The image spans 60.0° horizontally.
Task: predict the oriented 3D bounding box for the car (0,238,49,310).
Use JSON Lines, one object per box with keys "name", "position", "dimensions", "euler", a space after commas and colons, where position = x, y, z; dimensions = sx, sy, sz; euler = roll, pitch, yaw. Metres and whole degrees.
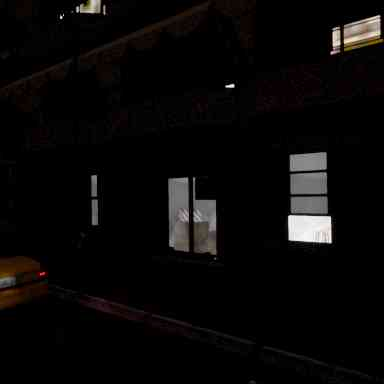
{"name": "car", "position": [-5.131, 1.458, 6.915], "dimensions": [5.366, 1.575, 1.801], "euler": [0, 0, 36]}
